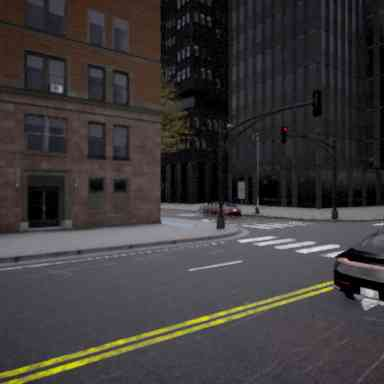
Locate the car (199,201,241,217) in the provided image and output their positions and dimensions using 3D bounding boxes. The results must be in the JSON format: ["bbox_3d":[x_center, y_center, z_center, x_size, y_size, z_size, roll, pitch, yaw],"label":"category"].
[{"bbox_3d":[2.438,1.490,29.619,1.994,1.385,4.181,0,0,-36],"label":"car"}]

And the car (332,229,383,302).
[{"bbox_3d":[4.939,1.468,6.958,4.902,1.511,2.128,0,0,-35],"label":"car"}]
